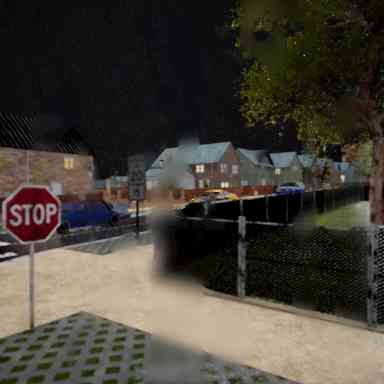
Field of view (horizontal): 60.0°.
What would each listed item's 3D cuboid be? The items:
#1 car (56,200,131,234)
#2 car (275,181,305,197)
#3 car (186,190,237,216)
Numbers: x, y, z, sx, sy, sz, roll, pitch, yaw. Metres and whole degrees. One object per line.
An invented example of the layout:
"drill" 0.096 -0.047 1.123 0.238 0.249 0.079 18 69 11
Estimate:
"car" -5.495 1.112 16.683 2.033 1.411 5.357 -1 2 35
"car" 12.150 -0.276 40.981 2.150 2.045 5.566 -1 1 37
"car" 1.403 0.827 21.249 1.994 1.385 4.181 -1 2 36
